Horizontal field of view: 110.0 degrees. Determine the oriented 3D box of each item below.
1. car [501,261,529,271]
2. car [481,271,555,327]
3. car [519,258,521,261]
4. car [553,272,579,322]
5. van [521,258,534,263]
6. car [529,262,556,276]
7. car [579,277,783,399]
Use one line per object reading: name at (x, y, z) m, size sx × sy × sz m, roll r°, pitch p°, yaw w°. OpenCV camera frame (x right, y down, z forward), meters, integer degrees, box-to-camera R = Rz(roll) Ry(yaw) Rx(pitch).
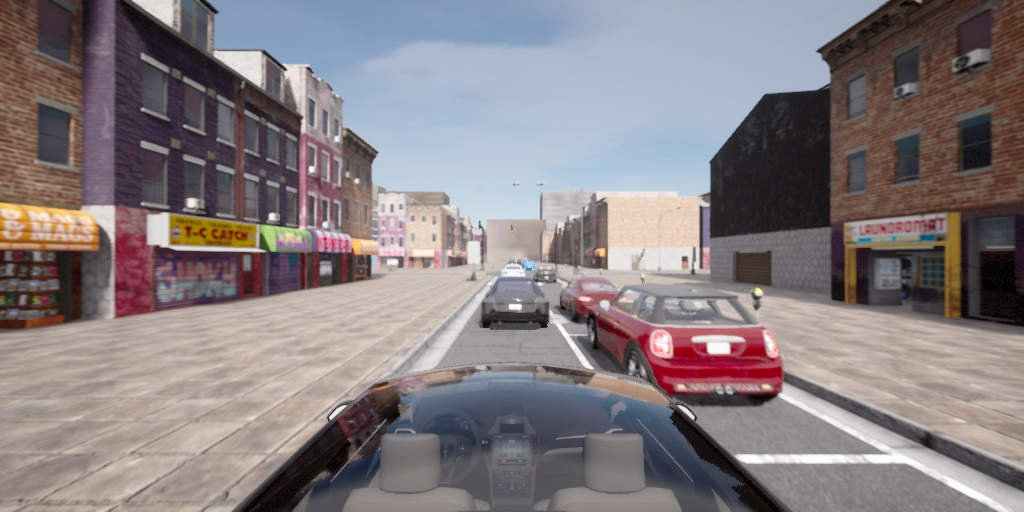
car at (0.096, 1.366, 27.769) m, size 1.812 × 1.442 × 4.674 m, roll 0°, pitch 0°, yaw 0°
car at (0.091, 1.343, 11.657) m, size 1.994 × 1.385 × 4.181 m, roll 0°, pitch 0°, yaw 0°
car at (2.635, 1.449, 61.706) m, size 1.967 × 1.591 × 4.097 m, roll 0°, pitch 0°, yaw 0°
car at (2.637, 1.362, 12.192) m, size 1.802 × 1.307 × 4.207 m, roll 0°, pitch 0°, yaw 0°
van at (2.635, 1.322, 56.231) m, size 1.690 × 1.789 × 3.998 m, roll 0°, pitch 0°, yaw 0°
car at (2.636, 1.398, 29.229) m, size 2.007 × 1.370 × 4.403 m, roll 0°, pitch 0°, yaw 0°
car at (2.637, 1.203, 6.513) m, size 1.967 × 1.591 × 4.097 m, roll 0°, pitch 0°, yaw 0°
